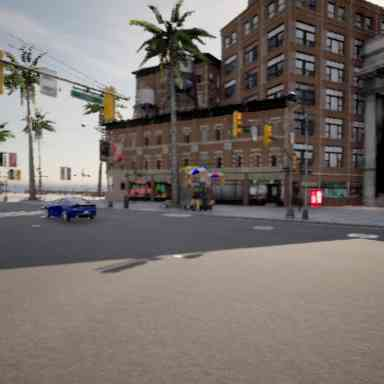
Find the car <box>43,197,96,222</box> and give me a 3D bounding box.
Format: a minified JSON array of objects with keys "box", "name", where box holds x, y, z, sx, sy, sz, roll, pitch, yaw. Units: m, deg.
[{"box":[-8.425,1.079,22.711,5.008,1.535,1.882,1,0,44],"name":"car"}]
